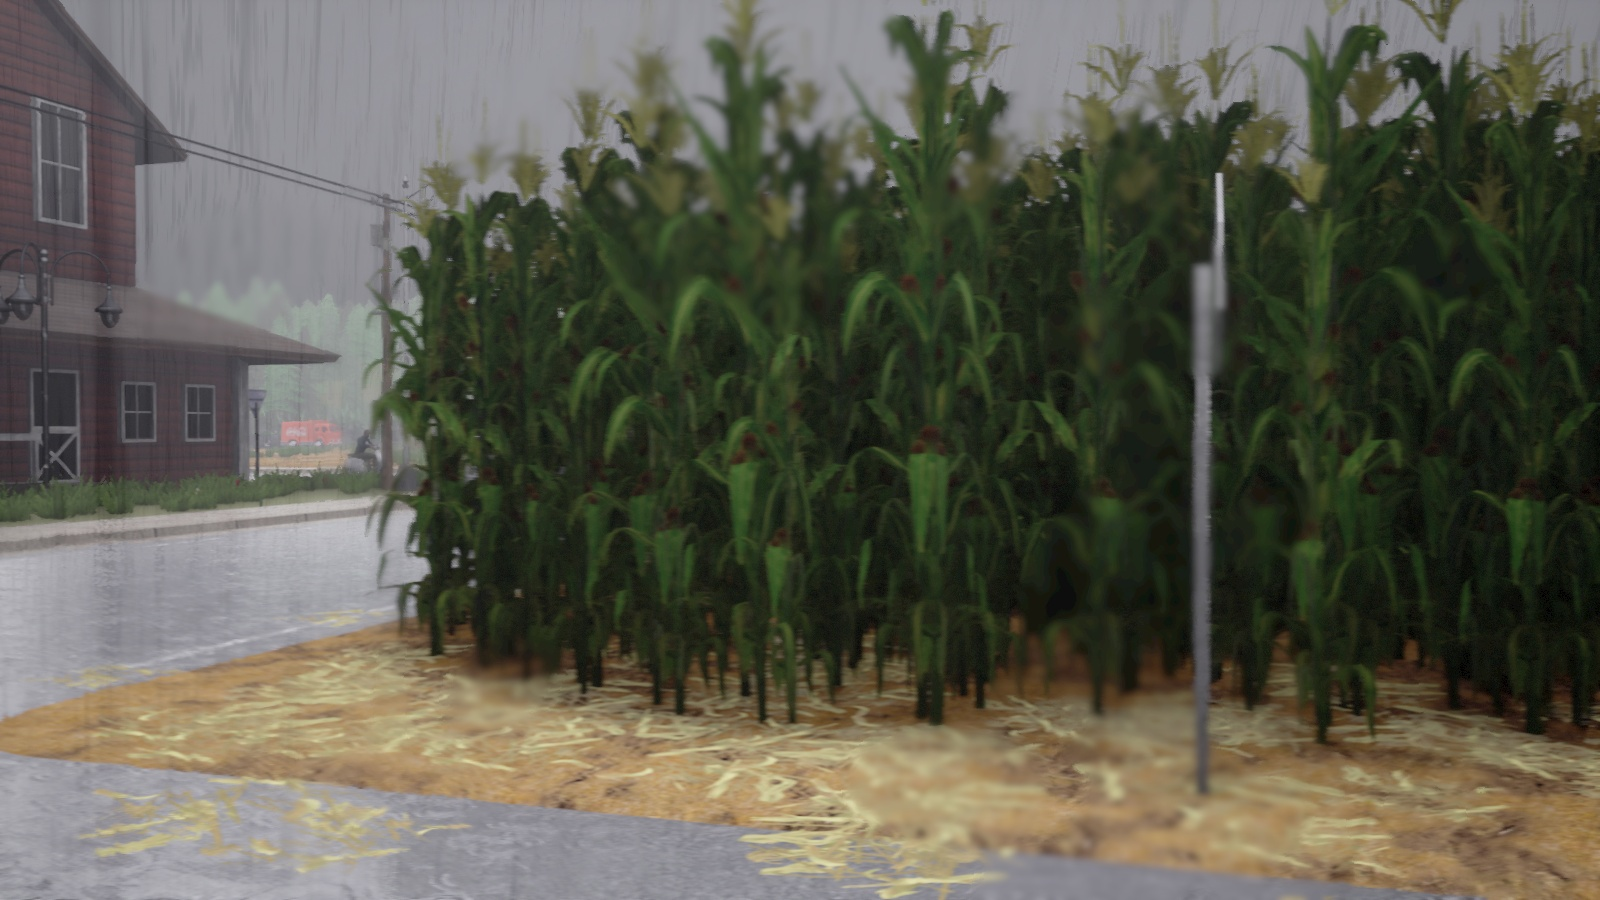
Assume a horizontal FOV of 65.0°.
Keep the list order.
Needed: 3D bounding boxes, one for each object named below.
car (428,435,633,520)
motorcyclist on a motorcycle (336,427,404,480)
[{"bbox_3d":[-5.059,0.448,24.318,1.812,1.442,4.674,1,1,17],"label":"car"},{"bbox_3d":[-13.327,0.087,38.903,1.817,1.590,0.866,1,1,17],"label":"motorcyclist on a motorcycle"}]
